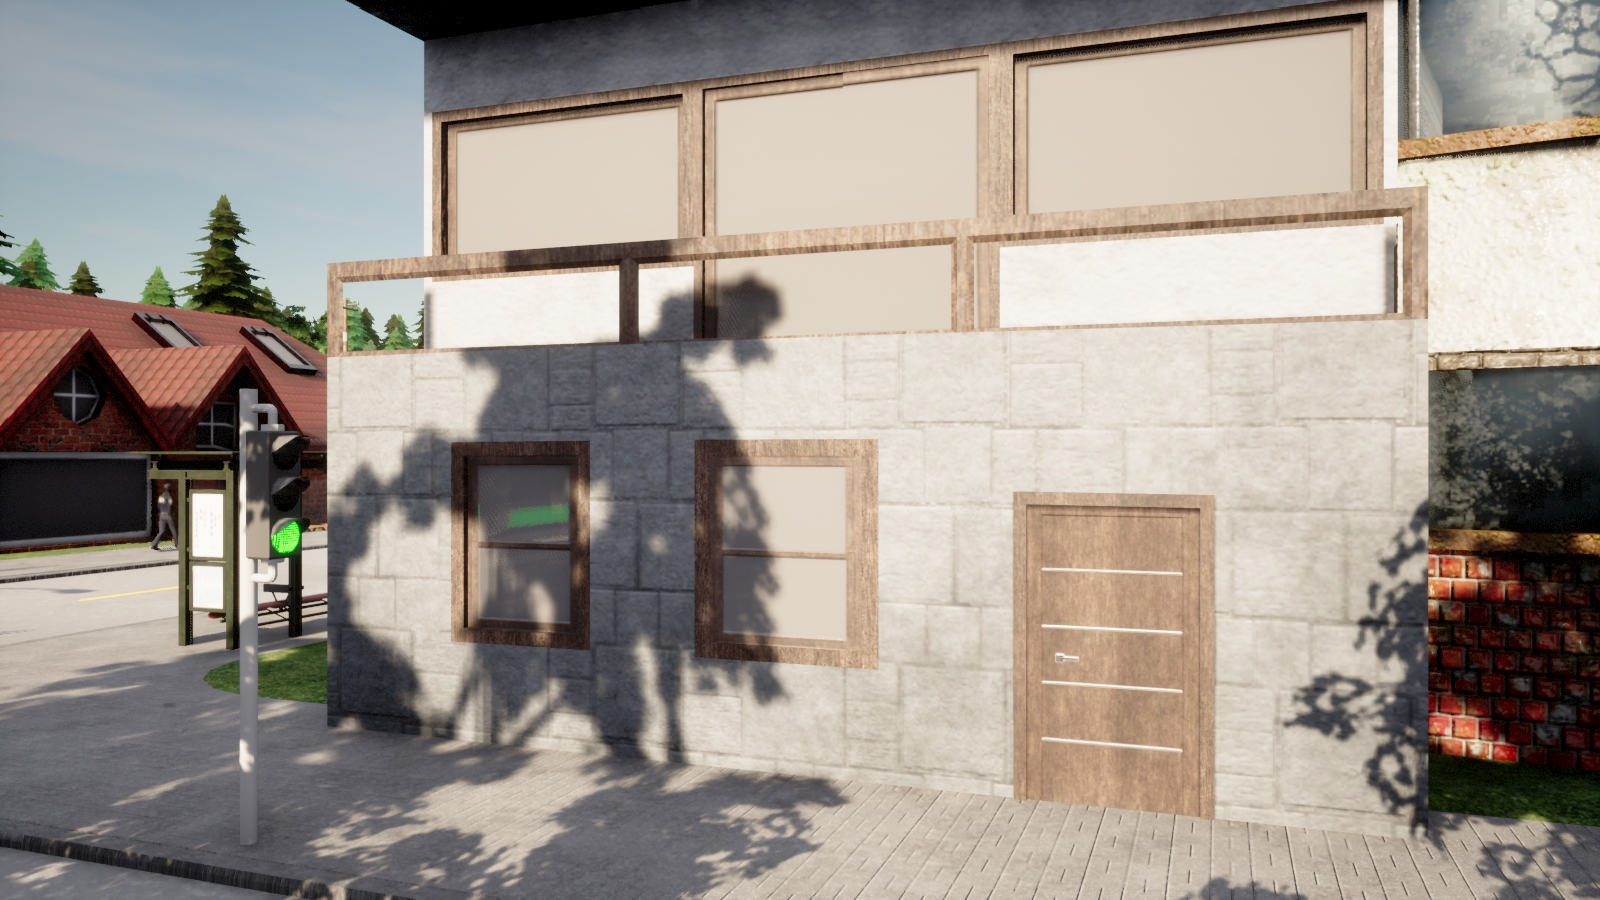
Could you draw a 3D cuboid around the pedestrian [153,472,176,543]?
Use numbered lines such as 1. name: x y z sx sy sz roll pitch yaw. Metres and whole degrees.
1. pedestrian: -16.872 1.524 30.333 0.375 1.860 0.375 0 0 24
